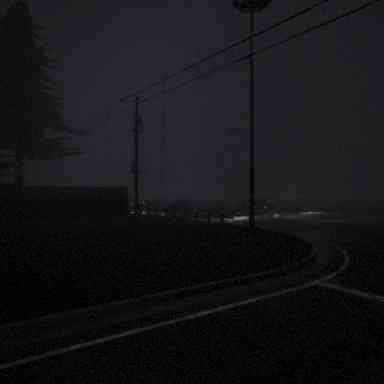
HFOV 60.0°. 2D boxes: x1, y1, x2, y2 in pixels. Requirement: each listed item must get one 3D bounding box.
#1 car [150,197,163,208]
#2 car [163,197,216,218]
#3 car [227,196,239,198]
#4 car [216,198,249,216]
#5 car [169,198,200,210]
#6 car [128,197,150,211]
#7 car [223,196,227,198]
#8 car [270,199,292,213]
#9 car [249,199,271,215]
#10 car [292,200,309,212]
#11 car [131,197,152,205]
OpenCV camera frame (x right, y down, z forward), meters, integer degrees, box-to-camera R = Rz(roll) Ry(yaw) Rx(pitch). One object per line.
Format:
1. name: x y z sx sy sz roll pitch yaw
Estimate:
1. car: -3.975 1.609 41.682 1.895 1.301 4.718 0 0 -36
2. car: -0.371 1.485 30.725 1.882 1.535 5.008 0 0 -36
3. car: 5.781 1.367 46.116 2.097 1.767 4.553 0 0 -36
4. car: 2.684 1.556 32.472 2.033 1.411 5.357 0 0 -36
5. car: -0.996 1.574 43.538 1.994 1.385 4.181 0 0 -36
6. car: -7.421 1.359 40.476 2.097 1.767 4.553 0 0 -36
7. car: 2.196 1.537 45.098 1.812 1.442 4.674 0 0 -36
8. car: 8.174 1.489 36.830 1.882 1.535 5.008 0 0 -36
9. car: 5.505 1.611 34.546 1.895 1.301 4.718 0 0 -36
10. car: 11.301 1.577 38.481 1.994 1.385 4.181 0 0 -36
11. car: -9.240 1.612 61.009 1.895 1.301 4.718 0 0 -35
